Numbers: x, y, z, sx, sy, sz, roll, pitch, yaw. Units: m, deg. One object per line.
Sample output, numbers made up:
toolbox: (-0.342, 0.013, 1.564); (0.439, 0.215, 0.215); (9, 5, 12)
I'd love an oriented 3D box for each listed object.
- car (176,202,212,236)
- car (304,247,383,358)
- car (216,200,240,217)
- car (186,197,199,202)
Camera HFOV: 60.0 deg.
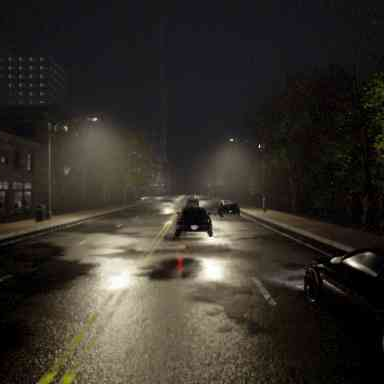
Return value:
car: (0.106, 1.524, 18.258); (1.812, 1.442, 4.674); (0, 0, 0)
car: (3.353, 1.564, 5.357); (1.994, 1.385, 4.181); (0, 0, 0)
car: (3.361, 1.487, 31.431); (2.128, 1.511, 4.902); (0, 0, 0)
car: (0.116, 1.484, 50.100); (2.128, 1.511, 4.902); (0, 0, 0)
